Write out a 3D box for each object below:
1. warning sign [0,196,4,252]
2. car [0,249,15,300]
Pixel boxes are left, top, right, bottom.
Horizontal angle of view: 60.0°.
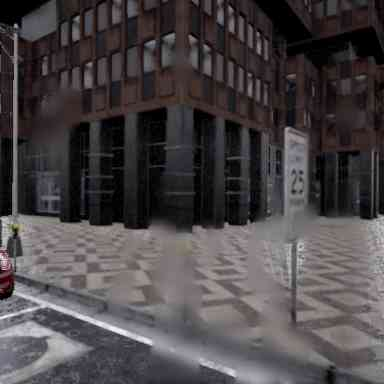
[{"bbox_3d":[-7.166,1.063,11.038,1.060,1.860,1.300,1,0,36],"label":"warning sign"},{"bbox_3d":[-5.561,1.402,7.011,4.097,1.590,1.967,0,0,36],"label":"car"}]
